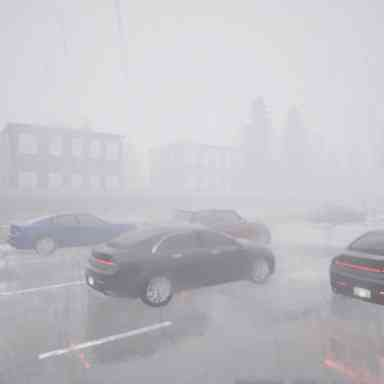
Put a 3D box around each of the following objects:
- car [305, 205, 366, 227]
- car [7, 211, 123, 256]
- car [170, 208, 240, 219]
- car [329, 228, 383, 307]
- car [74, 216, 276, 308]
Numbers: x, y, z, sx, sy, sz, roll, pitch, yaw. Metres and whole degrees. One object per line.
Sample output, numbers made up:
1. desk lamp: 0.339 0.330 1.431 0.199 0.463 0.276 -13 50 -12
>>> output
1. car: 10.471 1.665 24.132 5.357 1.411 2.033 0 0 -36
2. car: -4.562 1.503 13.394 5.008 1.535 1.882 0 0 -36
3. car: 1.041 1.398 13.094 4.553 1.767 2.097 0 0 -36
4. car: 4.991 1.547 7.313 4.892 1.490 1.837 0 0 -36
5. car: -0.031 1.530 8.025 4.892 1.490 1.837 0 0 -36
